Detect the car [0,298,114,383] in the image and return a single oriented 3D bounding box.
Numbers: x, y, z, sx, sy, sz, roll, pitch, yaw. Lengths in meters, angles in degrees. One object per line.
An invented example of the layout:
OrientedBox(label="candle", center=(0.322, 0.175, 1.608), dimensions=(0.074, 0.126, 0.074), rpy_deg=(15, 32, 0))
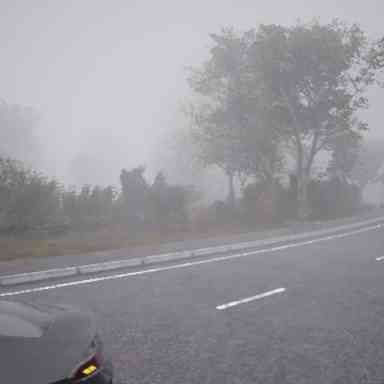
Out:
OrientedBox(label="car", center=(-2.834, 1.536, 2.082), dimensions=(4.674, 1.442, 1.812), rpy_deg=(0, 0, -36))
